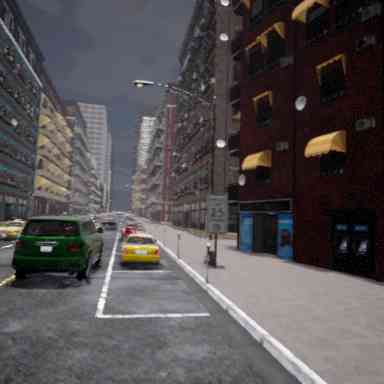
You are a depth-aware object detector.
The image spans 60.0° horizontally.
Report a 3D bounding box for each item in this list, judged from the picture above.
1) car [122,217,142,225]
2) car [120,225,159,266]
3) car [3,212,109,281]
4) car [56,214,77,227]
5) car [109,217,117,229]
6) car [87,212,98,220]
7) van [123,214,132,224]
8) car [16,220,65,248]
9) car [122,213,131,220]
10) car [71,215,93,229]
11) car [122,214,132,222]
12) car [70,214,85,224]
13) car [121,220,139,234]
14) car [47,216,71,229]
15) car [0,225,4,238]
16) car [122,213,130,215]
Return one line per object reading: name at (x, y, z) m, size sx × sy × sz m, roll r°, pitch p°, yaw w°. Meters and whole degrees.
car at (-4.675, 3.049, 26.220) m, size 1.967 × 1.590 × 4.097 m, roll 4°, pitch -4°, yaw -11°
car at (-2.488, 2.505, 15.544) m, size 1.752 × 1.417 × 4.829 m, roll 4°, pitch -4°, yaw -11°
car at (-4.618, 1.891, 12.240) m, size 2.150 × 2.045 × 5.566 m, roll 3°, pitch -4°, yaw -9°
car at (-17.320, 3.868, 46.184) m, size 1.967 × 1.590 × 4.097 m, roll 4°, pitch -4°, yaw -11°
car at (-10.831, 3.991, 43.240) m, size 2.128 × 1.511 × 4.902 m, roll 3°, pitch -4°, yaw -11°
car at (-25.106, 5.956, 84.121) m, size 2.192 × 1.841 × 5.009 m, roll 4°, pitch -4°, yaw -11°
van at (-12.462, 5.170, 64.155) m, size 1.690 × 1.788 × 3.998 m, roll 4°, pitch -4°, yaw -11°
car at (-9.639, 2.618, 21.565) m, size 1.812 × 1.442 × 4.674 m, roll 3°, pitch -4°, yaw -11°
car at (-18.027, 6.722, 91.250) m, size 2.192 × 1.841 × 5.009 m, roll 4°, pitch -4°, yaw -11°
car at (-13.659, 3.754, 41.607) m, size 1.882 × 1.535 × 5.008 m, roll 3°, pitch -4°, yaw -11°
car at (-14.695, 5.902, 74.986) m, size 1.967 × 1.590 × 4.097 m, roll 4°, pitch -4°, yaw -11°
car at (-19.553, 4.605, 57.013) m, size 1.887 × 1.381 × 4.507 m, roll 4°, pitch -4°, yaw -11°
car at (-6.910, 3.827, 37.047) m, size 1.802 × 1.307 × 4.206 m, roll 4°, pitch -4°, yaw -11°
car at (-16.213, 3.656, 40.758) m, size 1.887 × 1.381 × 4.507 m, roll 4°, pitch -4°, yaw -11°
car at (-12.838, 2.673, 24.338) m, size 1.752 × 1.417 × 4.829 m, roll 4°, pitch -4°, yaw -11°
car at (-11.355, 4.953, 58.731) m, size 1.967 × 1.590 × 4.097 m, roll 4°, pitch -4°, yaw -11°
